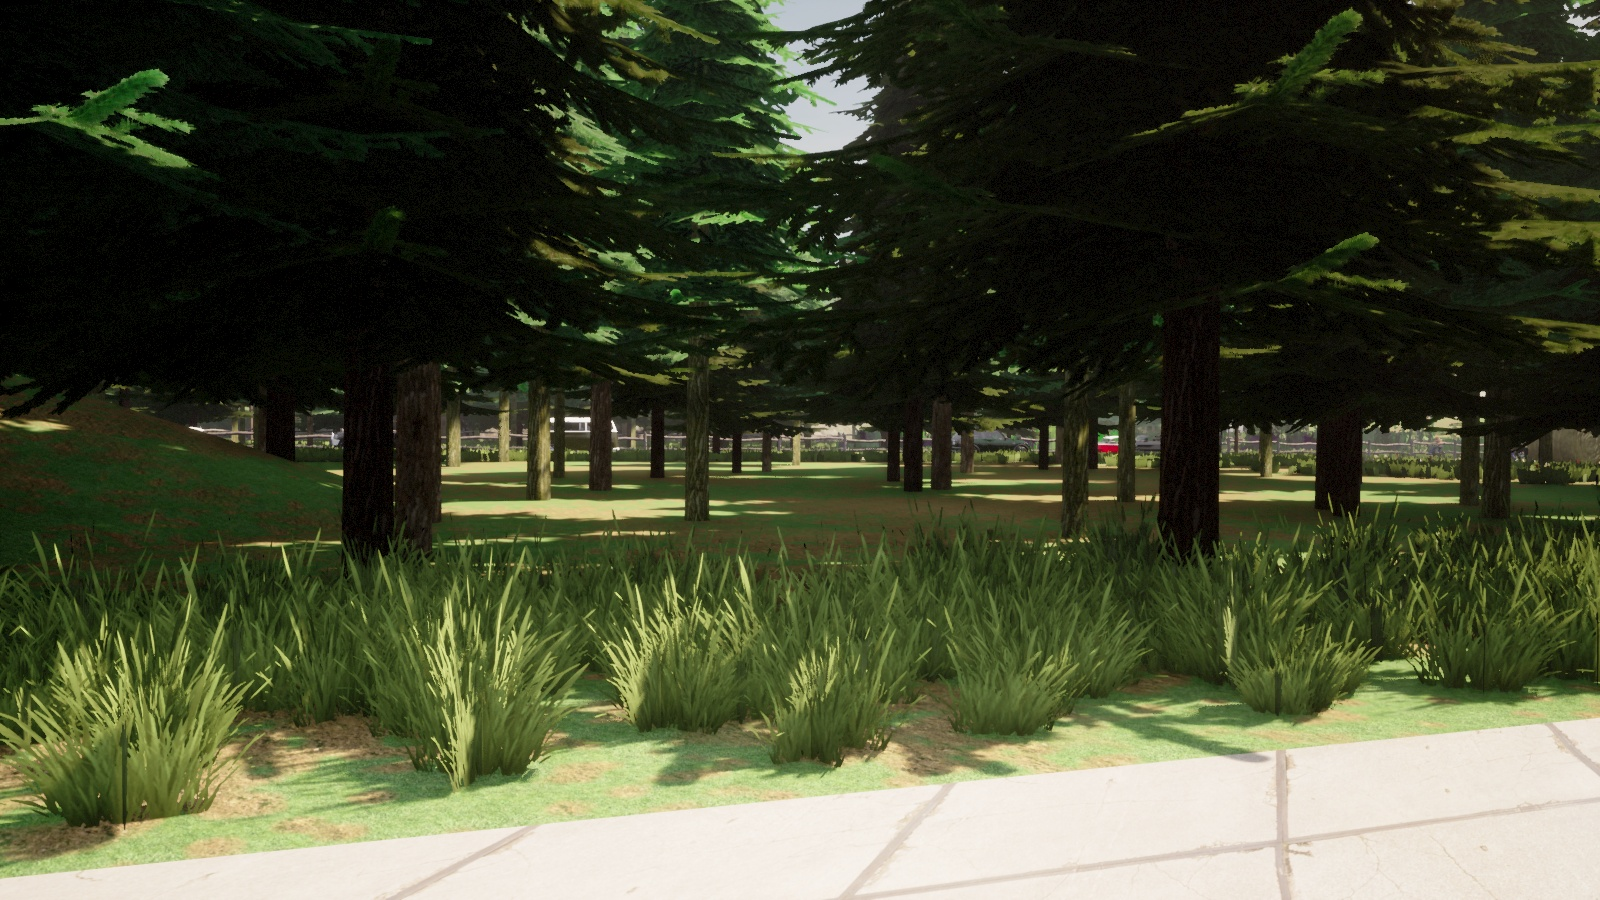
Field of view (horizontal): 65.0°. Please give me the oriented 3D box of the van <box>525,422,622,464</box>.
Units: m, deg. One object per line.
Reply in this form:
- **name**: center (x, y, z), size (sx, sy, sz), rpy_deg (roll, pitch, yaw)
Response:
- **van**: center (-11.461, -0.387, 63.432), size (4.480, 2.038, 2.069), rpy_deg (-1, 1, -21)

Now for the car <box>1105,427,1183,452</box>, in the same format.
- **car**: center (20.594, -0.642, 75.210), size (4.193, 1.474, 1.816), rpy_deg (-1, 1, -19)

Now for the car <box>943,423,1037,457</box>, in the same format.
- **car**: center (10.253, -0.567, 67.888), size (4.553, 1.767, 2.097), rpy_deg (-1, 1, -20)

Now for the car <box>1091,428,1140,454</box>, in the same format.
- **car**: center (17.684, -0.494, 70.491), size (2.207, 1.376, 1.481), rpy_deg (-2, 1, -19)

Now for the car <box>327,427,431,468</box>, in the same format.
- **car**: center (-20.162, -0.146, 60.132), size (4.605, 1.855, 1.932), rpy_deg (-1, 1, -21)
